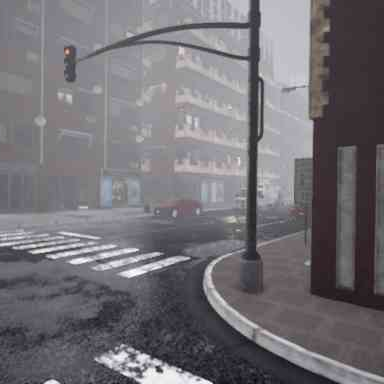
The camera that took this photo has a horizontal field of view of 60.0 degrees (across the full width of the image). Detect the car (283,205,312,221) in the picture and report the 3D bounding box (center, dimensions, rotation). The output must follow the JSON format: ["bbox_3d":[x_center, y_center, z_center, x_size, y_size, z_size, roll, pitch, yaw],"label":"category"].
[{"bbox_3d":[7.942,1.184,21.982,1.887,1.381,4.507,1,1,36],"label":"car"}]

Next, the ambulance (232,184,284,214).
[{"bbox_3d":[5.785,0.564,28.823,2.351,2.431,6.366,1,1,36],"label":"ambulance"}]

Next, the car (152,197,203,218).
[{"bbox_3d":[-0.983,1.065,24.381,1.887,1.381,4.507,1,1,36],"label":"car"}]
